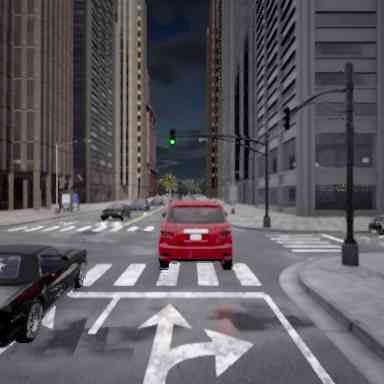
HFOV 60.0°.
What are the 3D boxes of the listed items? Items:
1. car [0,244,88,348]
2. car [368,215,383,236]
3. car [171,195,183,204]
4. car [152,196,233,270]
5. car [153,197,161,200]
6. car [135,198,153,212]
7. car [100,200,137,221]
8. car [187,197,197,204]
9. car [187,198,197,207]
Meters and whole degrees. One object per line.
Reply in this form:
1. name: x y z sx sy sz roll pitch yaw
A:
1. car: -3.390 1.640 6.343 1.895 1.301 4.718 0 0 -4
2. car: 11.623 1.466 17.102 4.553 1.767 2.097 0 0 1
3. car: -3.201 1.591 71.839 2.150 2.045 5.566 0 0 0
4. car: 0.107 1.293 11.483 2.150 2.045 5.566 0 0 0
5. car: -6.466 1.730 62.966 2.097 1.767 4.553 0 0 0
6. car: -6.564 1.606 42.268 2.097 1.767 4.553 0 -1 -1
7. car: -6.576 1.723 29.602 2.033 1.411 5.357 0 0 0
8. car: 0.048 1.908 71.841 2.033 1.411 5.357 0 0 0
9. car: 0.041 1.876 61.620 1.837 1.490 4.892 0 0 0
